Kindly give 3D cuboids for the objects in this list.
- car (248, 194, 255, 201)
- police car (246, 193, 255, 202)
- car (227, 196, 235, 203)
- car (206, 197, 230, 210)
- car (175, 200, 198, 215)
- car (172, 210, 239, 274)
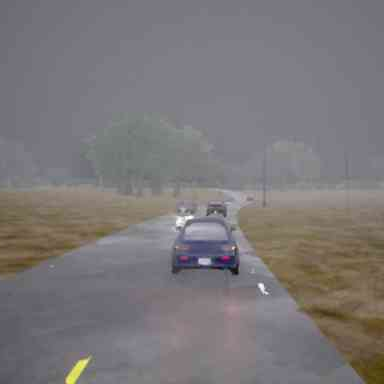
[{"bbox_3d":[16.255,1.370,90.913,1.801,1.575,5.366,-2,2,10],"label":"car"},{"bbox_3d":[14.216,1.508,80.935,1.930,1.638,5.238,0,1,13],"label":"police car"},{"bbox_3d":[8.311,1.636,73.668,2.033,1.411,5.357,0,0,16],"label":"car"},{"bbox_3d":[2.462,1.555,32.411,1.837,1.490,4.892,0,0,8],"label":"car"},{"bbox_3d":[-0.527,1.537,34.054,2.128,1.511,4.902,0,0,8],"label":"car"},{"bbox_3d":[0.436,1.541,10.518,1.812,1.442,4.674,0,0,3],"label":"car"}]
